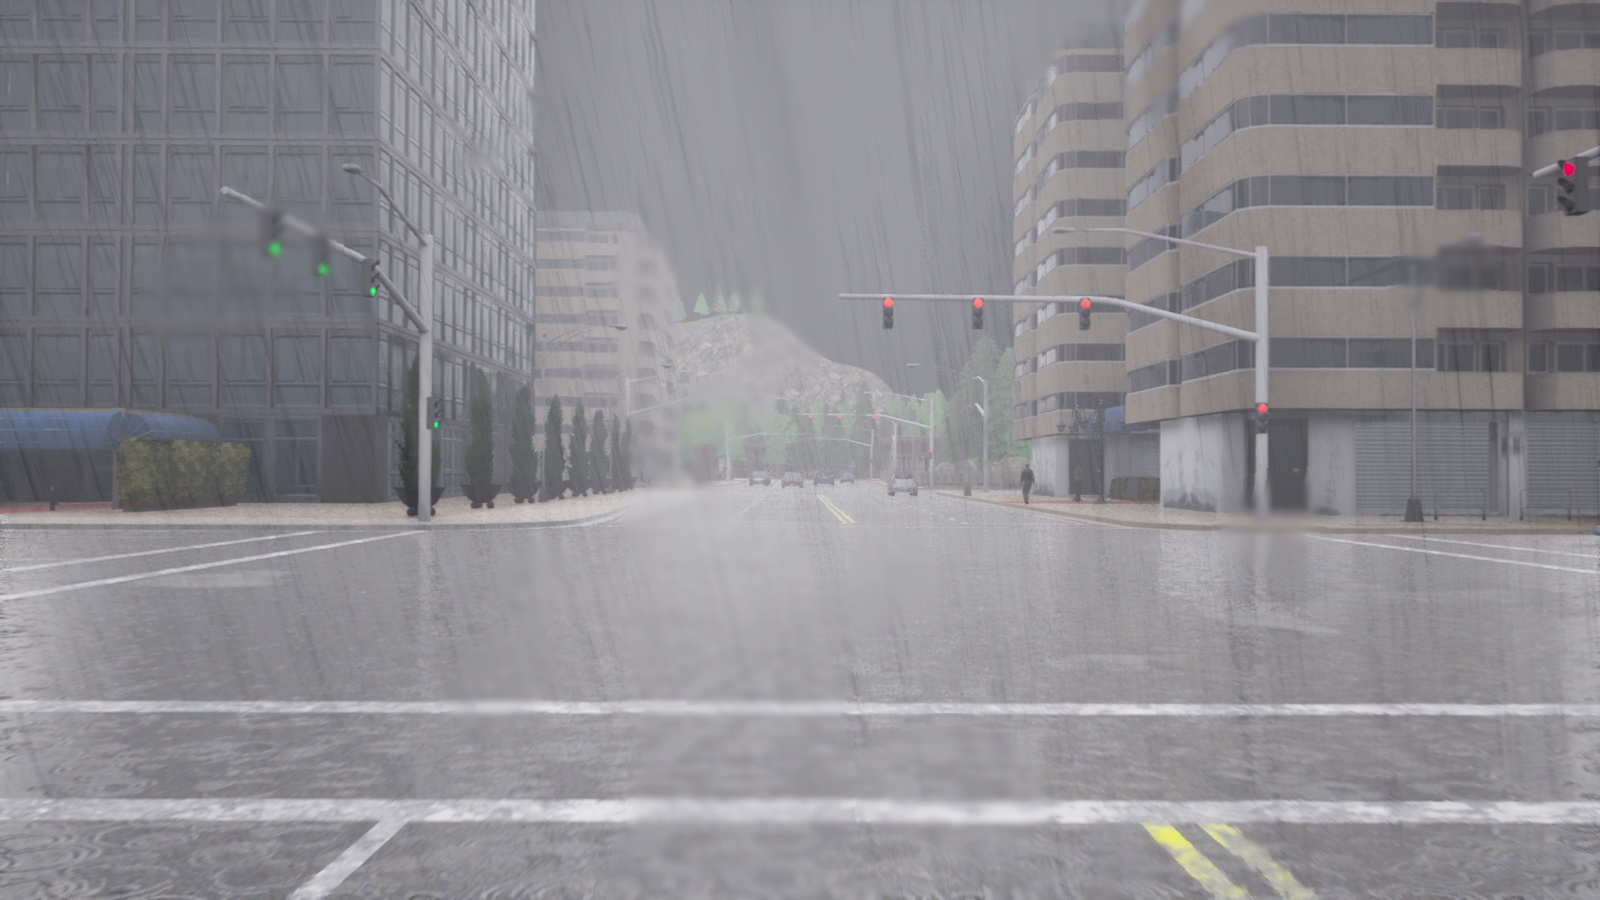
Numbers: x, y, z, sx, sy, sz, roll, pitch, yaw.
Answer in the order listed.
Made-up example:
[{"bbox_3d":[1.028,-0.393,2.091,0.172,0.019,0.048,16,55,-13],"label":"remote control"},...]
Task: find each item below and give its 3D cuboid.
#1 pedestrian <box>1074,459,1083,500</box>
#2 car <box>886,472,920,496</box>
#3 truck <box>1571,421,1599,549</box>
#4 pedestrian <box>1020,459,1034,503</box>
[{"bbox_3d":[12.663,1.346,57.131,0.331,1.846,0.634,0,-1,6],"label":"pedestrian"},{"bbox_3d":[6.554,2.144,80.161,1.845,1.501,3.633,0,-1,0],"label":"car"},{"bbox_3d":[18.050,0.655,23.836,5.204,2.467,2.627,0,-1,-1],"label":"truck"},{"bbox_3d":[9.782,1.340,54.117,0.376,1.854,0.720,0,-1,-5],"label":"pedestrian"}]
